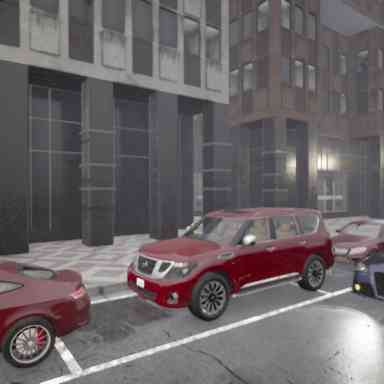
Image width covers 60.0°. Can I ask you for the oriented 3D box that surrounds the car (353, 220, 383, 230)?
[{"bbox_3d":[5.696,1.573,10.670,4.206,1.307,1.802,0,0,-35],"label":"car"}]

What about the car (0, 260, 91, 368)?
[{"bbox_3d":[-3.449,1.582,4.195,4.206,1.307,1.802,0,0,-35],"label":"car"}]

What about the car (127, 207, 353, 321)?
[{"bbox_3d":[1.123,1.311,7.433,5.009,1.841,2.192,0,0,-35],"label":"car"}]

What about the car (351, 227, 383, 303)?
[{"bbox_3d":[5.290,1.557,7.118,4.181,1.385,1.994,0,0,-35],"label":"car"}]
